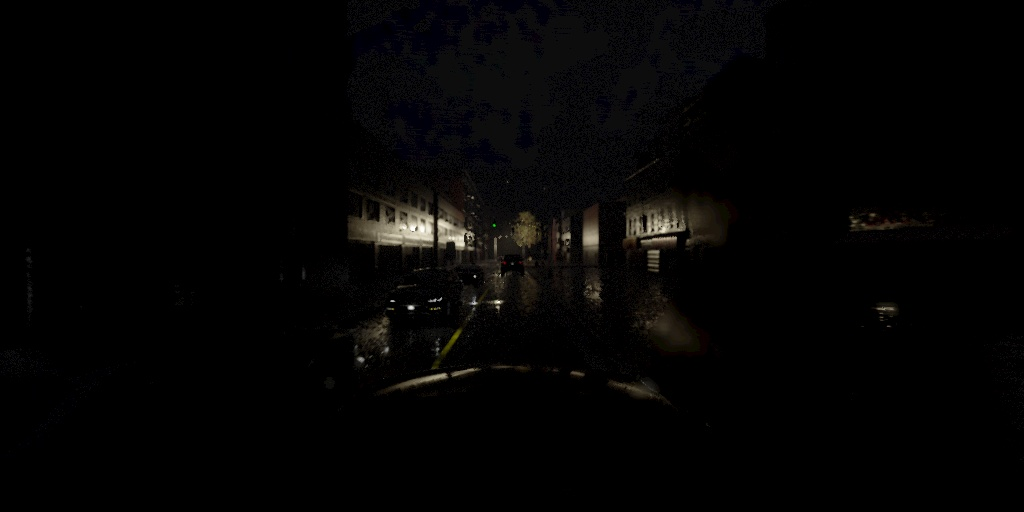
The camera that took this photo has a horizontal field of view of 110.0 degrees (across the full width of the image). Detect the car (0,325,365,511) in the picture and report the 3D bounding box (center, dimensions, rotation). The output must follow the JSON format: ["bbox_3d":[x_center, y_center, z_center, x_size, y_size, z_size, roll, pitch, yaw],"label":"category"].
[{"bbox_3d":[-2.848,1.294,2.388,2.033,1.411,5.357,0,0,0],"label":"car"}]

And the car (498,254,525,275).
[{"bbox_3d":[0.063,0.801,35.417,2.150,2.045,5.566,0,0,0],"label":"car"}]

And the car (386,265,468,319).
[{"bbox_3d":[-2.848,1.199,12.558,1.837,1.490,4.892,0,0,0],"label":"car"}]

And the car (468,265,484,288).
[{"bbox_3d":[-2.846,1.243,22.735,1.895,1.301,4.718,0,0,0],"label":"car"}]
